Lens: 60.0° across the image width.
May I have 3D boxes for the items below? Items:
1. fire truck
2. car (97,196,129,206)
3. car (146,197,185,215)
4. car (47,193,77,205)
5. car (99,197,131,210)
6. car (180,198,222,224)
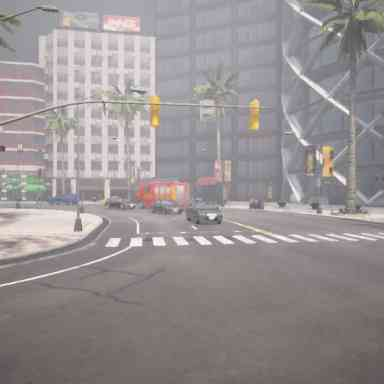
[{"bbox_3d":[-3.951,0.343,41.926,2.891,3.827,8.468,0,0,-39],"label":"fire truck"},{"bbox_3d":[-12.723,1.478,53.681,5.008,1.535,1.882,0,0,28],"label":"car"},{"bbox_3d":[-2.788,1.526,34.479,1.812,1.442,4.674,0,0,-31],"label":"car"},{"bbox_3d":[-22.336,1.221,57.786,5.566,2.045,2.150,0,0,16],"label":"car"},{"bbox_3d":[-9.187,1.491,42.442,4.902,1.511,2.128,0,0,42],"label":"car"},{"bbox_3d":[0.814,1.492,24.890,2.128,1.511,4.902,0,0,-13],"label":"car"}]
